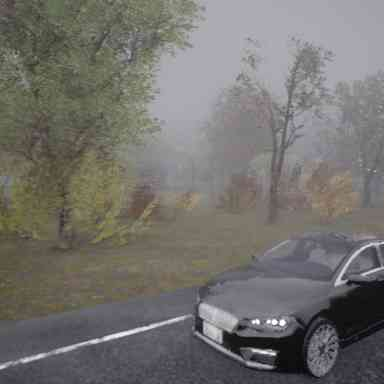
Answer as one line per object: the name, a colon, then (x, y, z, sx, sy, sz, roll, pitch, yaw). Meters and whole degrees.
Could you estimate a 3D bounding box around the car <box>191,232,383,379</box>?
car: (2.261, 1.479, 5.557, 4.902, 1.511, 2.128, 0, 0, -35)
